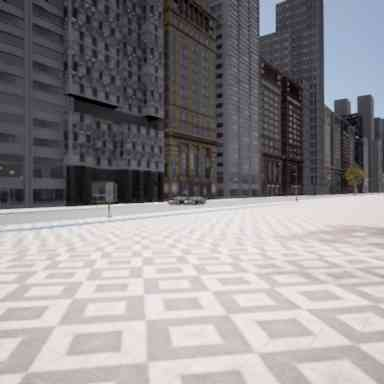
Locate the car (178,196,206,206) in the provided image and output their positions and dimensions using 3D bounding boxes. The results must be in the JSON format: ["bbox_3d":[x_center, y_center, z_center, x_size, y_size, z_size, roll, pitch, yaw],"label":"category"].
[{"bbox_3d":[0.451,1.499,56.160,2.128,1.511,4.902,-1,0,36],"label":"car"}]

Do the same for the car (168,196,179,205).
[{"bbox_3d":[-2.189,1.524,58.056,2.128,1.511,4.902,-1,0,36],"label":"car"}]
